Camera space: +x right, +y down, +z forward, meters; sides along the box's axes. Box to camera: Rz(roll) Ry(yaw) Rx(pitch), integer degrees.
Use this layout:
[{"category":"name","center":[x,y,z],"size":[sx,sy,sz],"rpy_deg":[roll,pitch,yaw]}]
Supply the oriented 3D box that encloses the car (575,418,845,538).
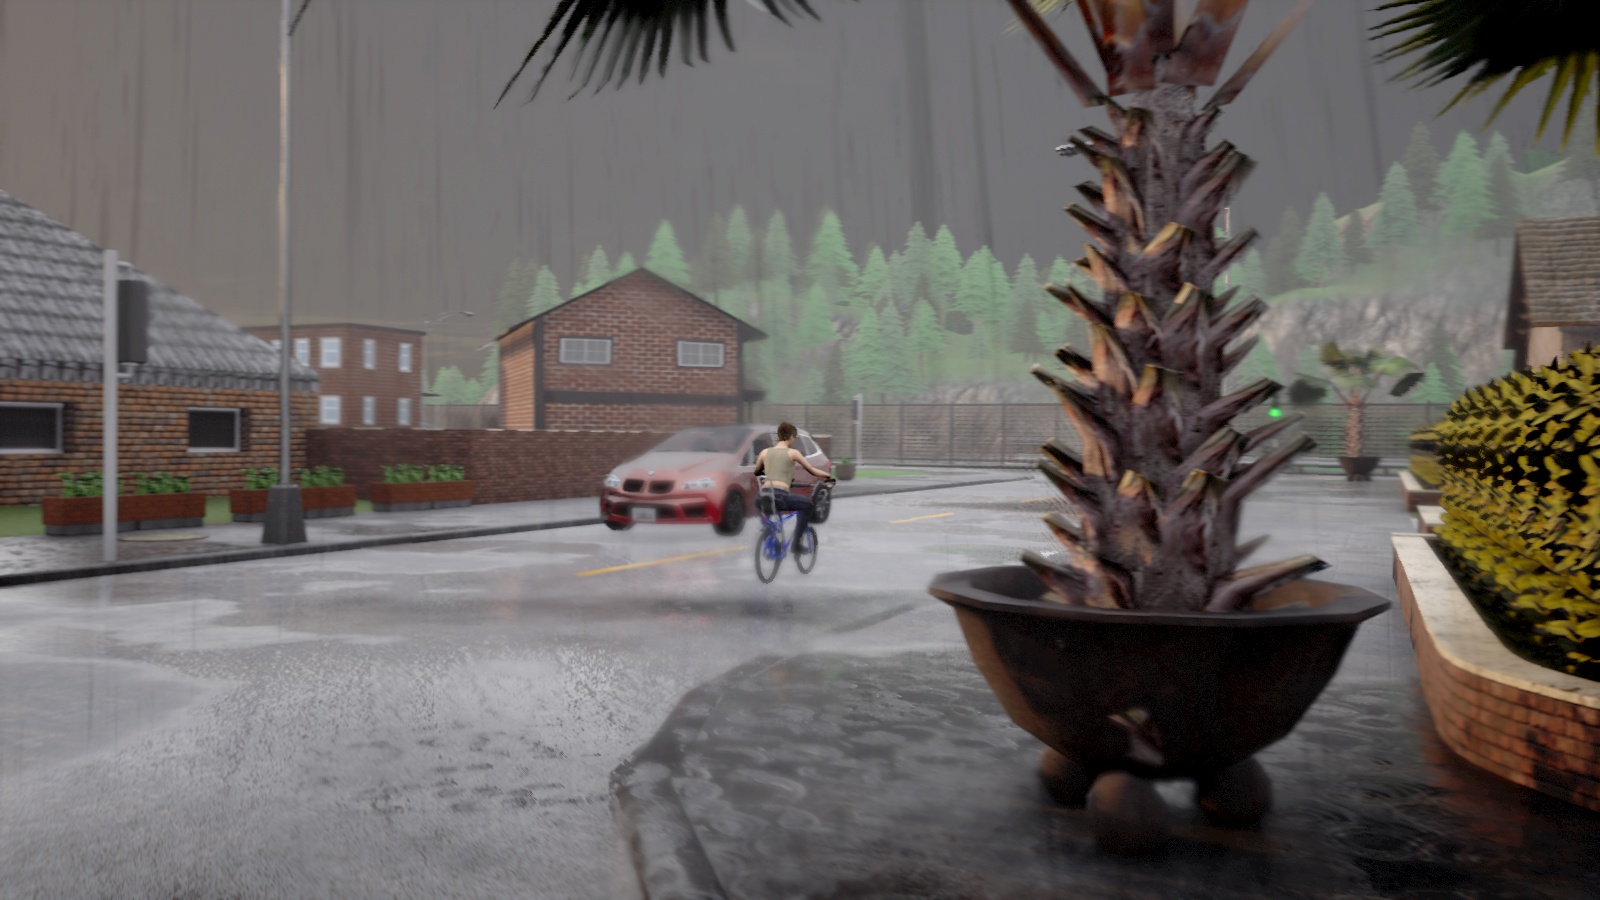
[{"category":"car","center":[-1.258,0.358,19.958],"size":[2.242,1.667,4.611],"rpy_deg":[0,1,26]}]

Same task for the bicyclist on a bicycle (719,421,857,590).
[{"category":"bicyclist on a bicycle","center":[-0.097,0.523,12.893],"size":[0.866,1.612,1.509],"rpy_deg":[0,1,24]}]
